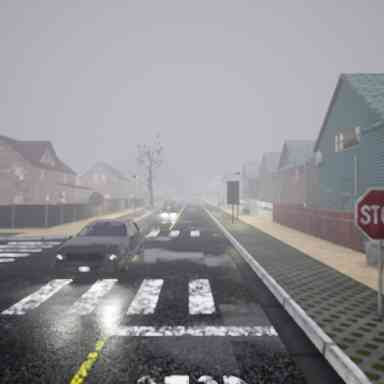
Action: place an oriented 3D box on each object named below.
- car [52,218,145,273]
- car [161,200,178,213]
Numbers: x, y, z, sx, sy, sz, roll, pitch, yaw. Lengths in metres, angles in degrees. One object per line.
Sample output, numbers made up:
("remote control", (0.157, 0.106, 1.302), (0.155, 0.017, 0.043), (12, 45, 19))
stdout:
("car", (-2.762, 1.614, 11.199), (2.033, 1.411, 5.357), (0, 0, 0))
("car", (-2.785, 1.719, 42.025), (2.128, 1.511, 4.902), (0, 0, 0))
